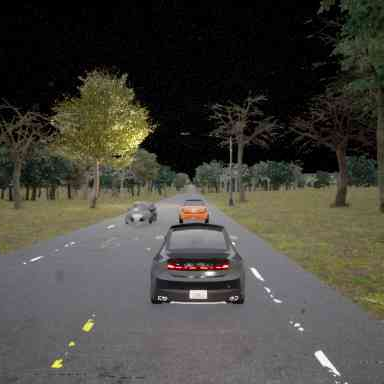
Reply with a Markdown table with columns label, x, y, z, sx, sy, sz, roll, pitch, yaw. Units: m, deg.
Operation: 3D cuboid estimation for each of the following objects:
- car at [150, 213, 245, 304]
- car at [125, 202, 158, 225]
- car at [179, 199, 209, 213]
| label | x | y | z | sx | sy | sz | roll | pitch | yaw |
| --- | --- | --- | --- | --- | --- | --- | --- | --- | --- |
| car | 0.116 | 1.502 | 8.112 | 1.837 | 1.490 | 4.892 | 0 | 0 | 0 |
| car | -3.554 | 1.463 | 23.993 | 2.128 | 1.511 | 4.902 | 0 | 0 | 0 |
| car | 0.149 | 1.321 | 25.050 | 2.097 | 1.767 | 4.553 | 0 | 0 | 0 |
